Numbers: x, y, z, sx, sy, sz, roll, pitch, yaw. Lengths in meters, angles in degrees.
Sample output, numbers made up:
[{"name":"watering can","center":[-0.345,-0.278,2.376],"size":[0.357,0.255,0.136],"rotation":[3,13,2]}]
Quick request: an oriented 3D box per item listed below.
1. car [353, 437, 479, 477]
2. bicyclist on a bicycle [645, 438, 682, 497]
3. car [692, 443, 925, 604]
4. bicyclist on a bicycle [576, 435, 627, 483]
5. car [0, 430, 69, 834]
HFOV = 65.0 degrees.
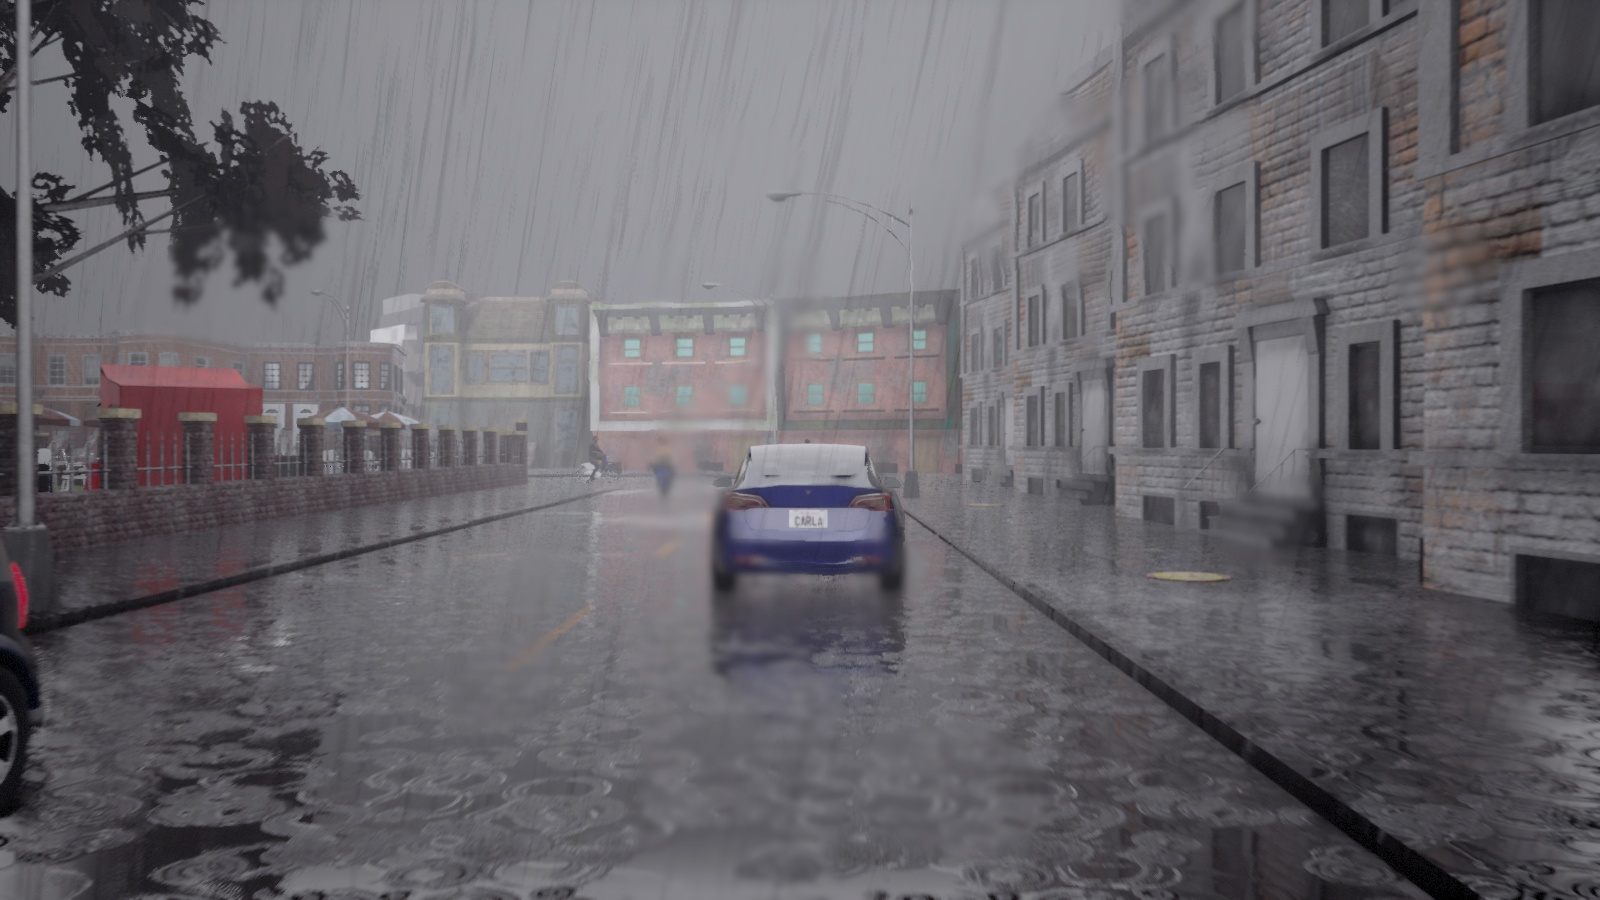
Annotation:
[{"name":"car","center":[-16.103,0.280,52.876],"size":[4.611,1.667,2.242],"rotation":[0,0,0]},{"name":"bicyclist on a bicycle","center":[-3.815,0.482,35.156],"size":[0.866,1.612,1.509],"rotation":[0,0,0]},{"name":"car","center":[0.090,0.667,14.025],"size":[2.163,1.488,4.792],"rotation":[0,0,0]},{"name":"bicyclist on a bicycle","center":[-7.536,0.343,47.714],"size":[1.843,1.776,0.659],"rotation":[0,2,25]},{"name":"car","center":[-3.966,0.703,3.410],"size":[1.789,1.549,3.705],"rotation":[0,0,0]}]
